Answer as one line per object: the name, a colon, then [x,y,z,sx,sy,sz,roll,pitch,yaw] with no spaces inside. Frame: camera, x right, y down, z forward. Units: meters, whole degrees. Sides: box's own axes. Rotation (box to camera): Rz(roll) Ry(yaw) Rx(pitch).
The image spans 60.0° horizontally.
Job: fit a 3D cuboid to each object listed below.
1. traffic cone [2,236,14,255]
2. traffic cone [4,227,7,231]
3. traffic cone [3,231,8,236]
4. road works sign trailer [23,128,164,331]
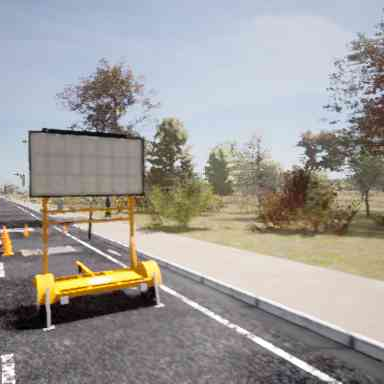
traffic cone: [-6.946,2.069,12.589,0.340,0.580,0.340,-1,0,-30]
traffic cone: [-8.966,2.103,16.041,0.340,0.580,0.340,-1,0,-30]
traffic cone: [-7.956,2.086,14.315,0.340,0.580,0.340,-1,0,-30]
road works sign trailer: [-2.242,0.499,7.246,2.380,3.560,2.880,-1,0,-30]
